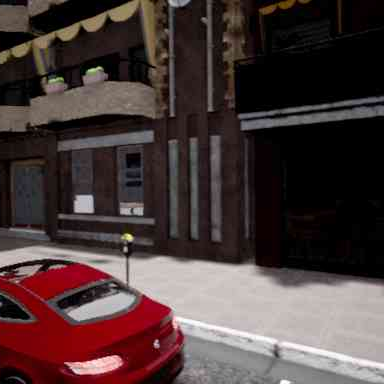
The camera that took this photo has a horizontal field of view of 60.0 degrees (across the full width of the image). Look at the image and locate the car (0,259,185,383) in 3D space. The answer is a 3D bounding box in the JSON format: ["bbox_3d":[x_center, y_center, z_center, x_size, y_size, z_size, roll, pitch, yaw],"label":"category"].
[{"bbox_3d":[-2.073,1.528,4.137,4.206,1.307,1.802,0,1,31],"label":"car"}]
